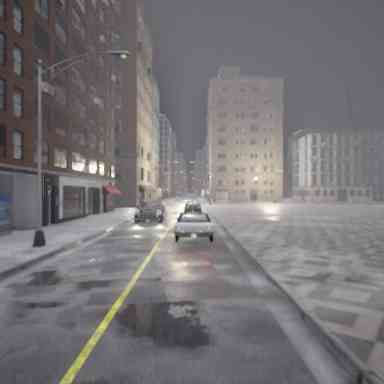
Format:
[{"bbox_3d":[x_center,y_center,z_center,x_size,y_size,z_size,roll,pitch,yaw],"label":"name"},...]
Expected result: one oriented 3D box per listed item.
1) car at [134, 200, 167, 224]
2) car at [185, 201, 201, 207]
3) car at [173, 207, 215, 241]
[{"bbox_3d":[-3.098,1.448,25.497,2.097,1.767,4.553,0,0,0],"label":"car"},{"bbox_3d":[0.095,1.748,39.047,1.895,1.301,4.718,0,0,0],"label":"car"},{"bbox_3d":[0.096,1.665,17.028,1.895,1.301,4.718,0,0,0],"label":"car"}]
